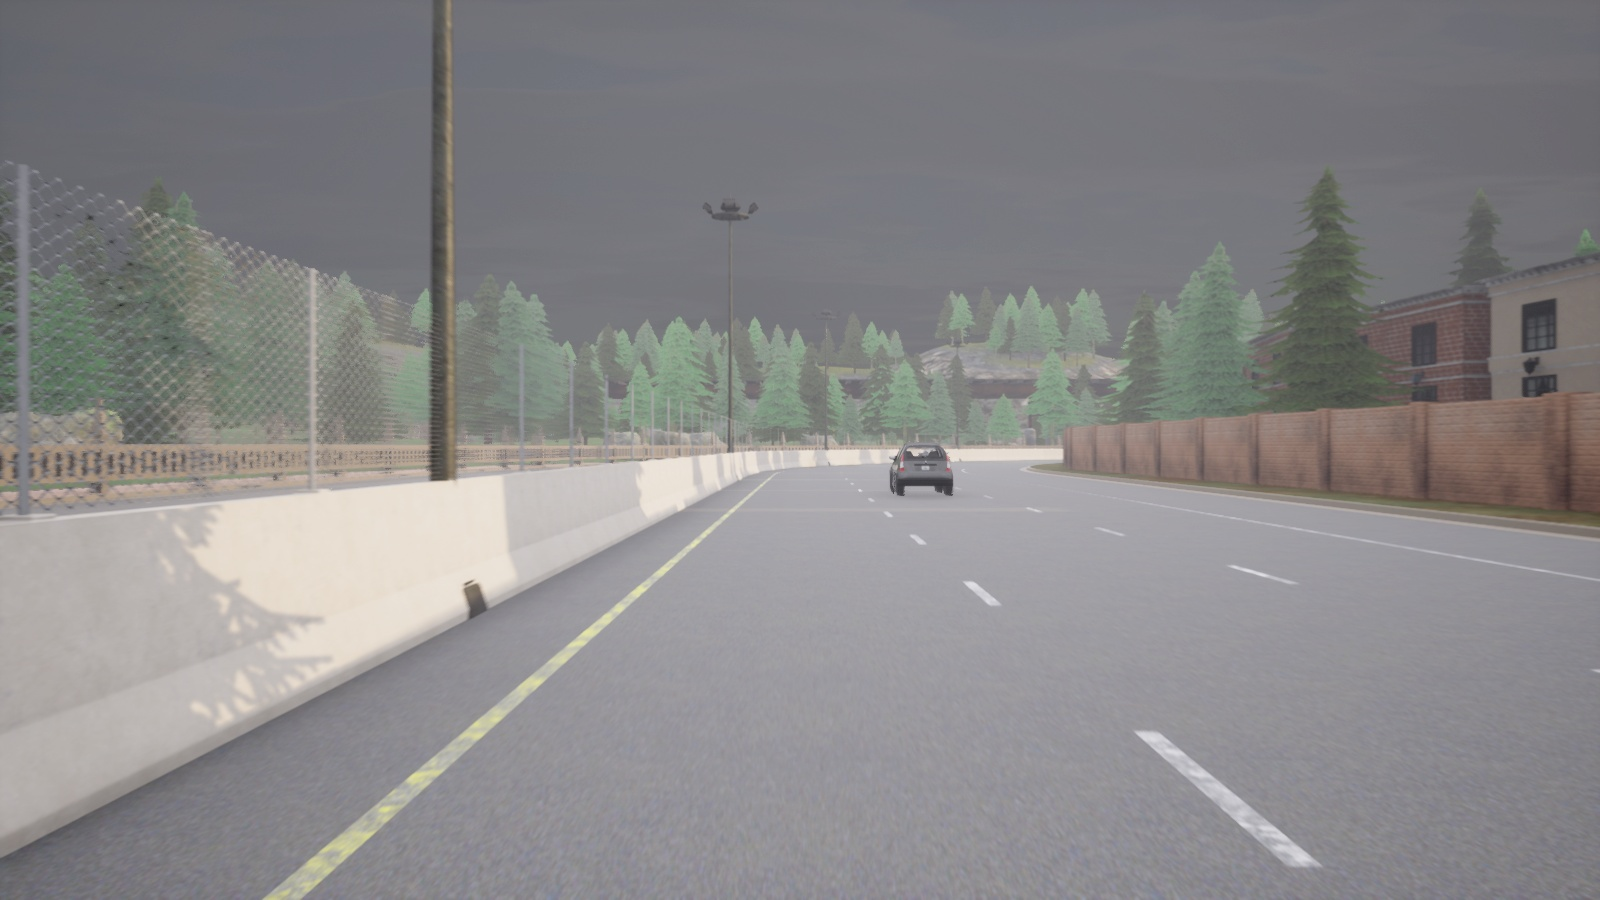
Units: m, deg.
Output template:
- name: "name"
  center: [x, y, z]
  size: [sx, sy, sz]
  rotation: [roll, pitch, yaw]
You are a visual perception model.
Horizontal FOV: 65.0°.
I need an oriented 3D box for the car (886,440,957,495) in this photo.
- name: "car"
  center: [3.740, 0.521, 39.260]
  size: [1.851, 1.617, 3.988]
  rotation: [0, 0, 0]
